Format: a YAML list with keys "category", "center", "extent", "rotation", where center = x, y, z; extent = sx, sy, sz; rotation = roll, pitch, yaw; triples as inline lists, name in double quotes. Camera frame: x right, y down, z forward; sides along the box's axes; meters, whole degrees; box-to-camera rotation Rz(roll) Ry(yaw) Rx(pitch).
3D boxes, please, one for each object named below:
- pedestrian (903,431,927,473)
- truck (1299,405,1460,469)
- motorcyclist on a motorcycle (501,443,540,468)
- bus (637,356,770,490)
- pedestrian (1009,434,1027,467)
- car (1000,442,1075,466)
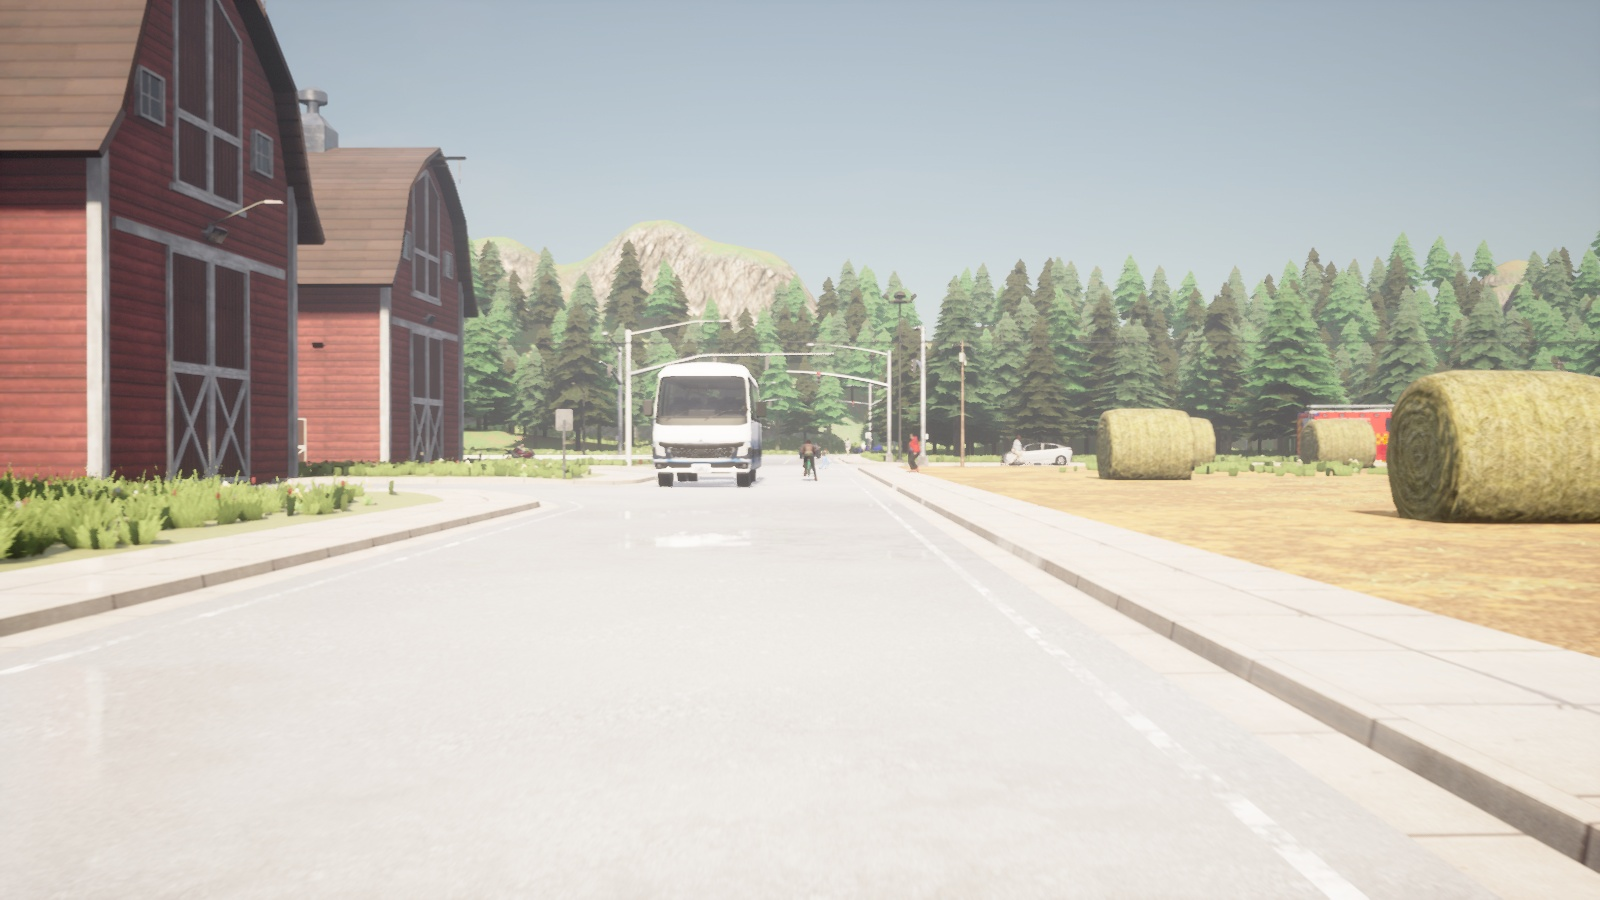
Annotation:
- category: "pedestrian"
  center: [5.164, 0.095, 56.384]
  extent: [0.899, 1.844, 0.634]
  rotation: [0, 0, -19]
- category: "truck"
  center: [35.384, -0.797, 76.913]
  extent: [8.468, 3.827, 2.891]
  rotation: [0, 0, 1]
- category: "motorcyclist on a motorcycle"
  center: [-17.414, 0.354, 78.215]
  extent: [2.191, 1.530, 0.866]
  rotation: [0, 0, 1]
- category: "bus"
  center: [-3.191, -0.890, 45.050]
  extent: [3.944, 4.253, 10.273]
  rotation: [0, 0, 0]
- category: "pedestrian"
  center: [12.638, 0.022, 72.809]
  extent: [0.900, 1.855, 0.874]
  rotation: [0, 0, 16]
- category: "car"
  center: [15.271, 0.276, 80.913]
  extent: [4.514, 1.525, 2.007]
  rotation: [0, 0, 1]
